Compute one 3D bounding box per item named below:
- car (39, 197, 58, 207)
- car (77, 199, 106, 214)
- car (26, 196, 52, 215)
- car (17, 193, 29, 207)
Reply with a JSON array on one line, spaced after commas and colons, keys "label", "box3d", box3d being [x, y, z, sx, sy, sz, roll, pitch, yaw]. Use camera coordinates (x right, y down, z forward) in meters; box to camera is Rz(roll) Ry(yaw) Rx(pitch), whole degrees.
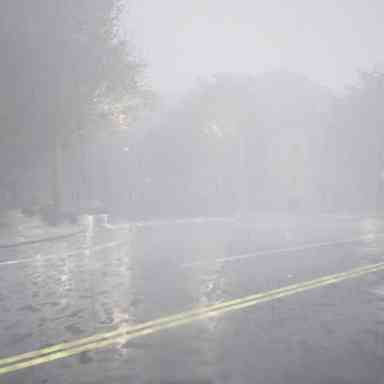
[{"label": "car", "box3d": [-22.449, 1.528, 52.033, 1.994, 1.385, 4.181, 0, 0, -35]}, {"label": "car", "box3d": [-10.628, 1.503, 35.235, 1.812, 1.442, 4.674, 0, 0, -35]}, {"label": "car", "box3d": [-17.159, 1.454, 38.347, 2.231, 1.521, 4.892, 0, 0, -35]}, {"label": "car", "box3d": [-24.971, 1.192, 50.417, 2.435, 2.045, 5.566, 0, 0, -35]}]
